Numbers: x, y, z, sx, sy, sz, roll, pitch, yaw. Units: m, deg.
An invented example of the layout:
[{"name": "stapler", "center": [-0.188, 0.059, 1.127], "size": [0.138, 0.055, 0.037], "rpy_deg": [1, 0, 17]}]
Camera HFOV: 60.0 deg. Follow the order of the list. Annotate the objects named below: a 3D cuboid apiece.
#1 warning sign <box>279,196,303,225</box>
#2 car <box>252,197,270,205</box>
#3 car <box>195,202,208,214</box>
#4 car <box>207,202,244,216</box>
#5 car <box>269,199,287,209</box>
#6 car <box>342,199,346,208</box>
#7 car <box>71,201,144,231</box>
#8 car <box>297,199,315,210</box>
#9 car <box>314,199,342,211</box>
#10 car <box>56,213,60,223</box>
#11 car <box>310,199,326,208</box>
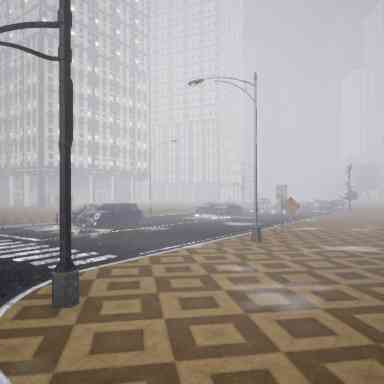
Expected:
[{"name": "warning sign", "center": [6.824, 1.251, 22.958], "size": [1.300, 1.860, 1.060], "rpy_deg": [0, 0, 34]}, {"name": "car", "center": [11.001, 1.486, 51.923], "size": [1.882, 1.535, 5.008], "rpy_deg": [0, 0, 32]}, {"name": "car", "center": [2.132, 1.821, 38.635], "size": [1.994, 1.385, 4.181], "rpy_deg": [0, -1, 34]}, {"name": "car", "center": [3.840, 1.795, 35.366], "size": [1.994, 1.385, 4.181], "rpy_deg": [0, -1, 34]}, {"name": "car", "center": [13.755, 1.880, 50.193], "size": [1.837, 1.490, 4.892], "rpy_deg": [0, -1, 32]}, {"name": "car", "center": [24.191, 1.839, 54.740], "size": [1.882, 1.535, 5.008], "rpy_deg": [0, 0, 31]}, {"name": "car", "center": [-5.298, 1.480, 21.982], "size": [2.097, 1.767, 4.553], "rpy_deg": [0, -1, 34]}, {"name": "car", "center": [16.286, 1.923, 47.999], "size": [1.895, 1.301, 4.718], "rpy_deg": [0, 0, 32]}, {"name": "car", "center": [18.796, 1.852, 45.886], "size": [2.033, 1.411, 5.357], "rpy_deg": [0, 0, 31]}, {"name": "car", "center": [-7.549, 1.639, 24.447], "size": [2.128, 1.511, 4.902], "rpy_deg": [0, -1, 34]}, {"name": "car", "center": [21.466, 1.903, 56.514], "size": [1.812, 1.442, 4.674], "rpy_deg": [0, 0, 31]}]
